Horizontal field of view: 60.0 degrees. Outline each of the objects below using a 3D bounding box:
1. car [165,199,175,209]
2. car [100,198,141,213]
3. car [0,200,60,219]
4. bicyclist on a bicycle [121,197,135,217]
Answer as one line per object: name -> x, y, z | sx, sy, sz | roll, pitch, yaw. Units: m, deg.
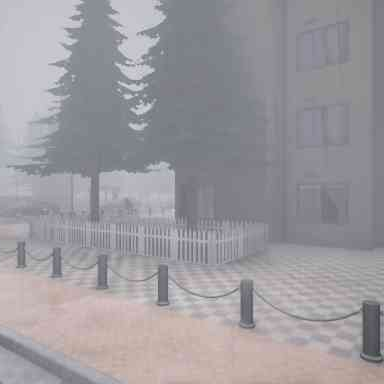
car -> -1.661, 1.510, 45.100 | 1.812, 1.442, 4.674 | 0, 0, 37
car -> -7.871, 1.462, 36.968 | 1.882, 1.535, 5.008 | 0, 0, 37
car -> -13.994, 1.476, 28.913 | 2.128, 1.511, 4.902 | 0, 0, 37
bicyclist on a bicycle -> -5.388, 1.285, 27.873 | 1.656, 1.620, 0.582 | 0, 0, 37
